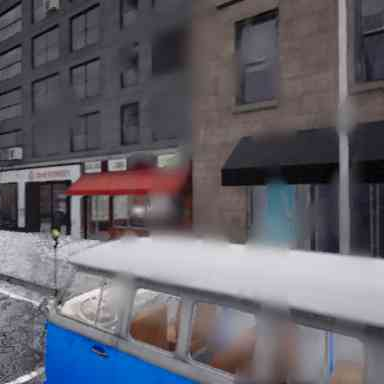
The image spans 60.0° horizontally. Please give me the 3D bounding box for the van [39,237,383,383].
[{"bbox_3d":[0.506,1.343,2.503,3.998,1.788,1.690,0,-1,35],"label":"van"}]
